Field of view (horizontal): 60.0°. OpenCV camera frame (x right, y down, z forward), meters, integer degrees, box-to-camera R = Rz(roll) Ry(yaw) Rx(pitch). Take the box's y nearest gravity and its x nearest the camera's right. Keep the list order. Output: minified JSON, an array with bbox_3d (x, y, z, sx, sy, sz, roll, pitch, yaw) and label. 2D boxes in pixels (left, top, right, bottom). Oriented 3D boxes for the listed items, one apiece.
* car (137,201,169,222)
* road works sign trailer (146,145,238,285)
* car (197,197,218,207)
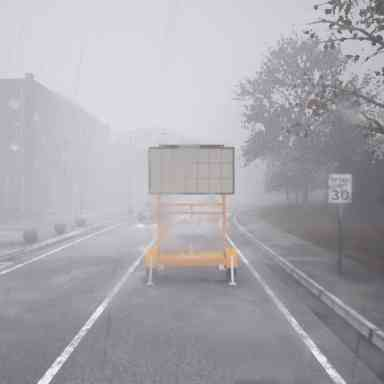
[{"bbox_3d":[-3.019,1.498,26.405,2.128,1.511,4.902,0,0,5],"label":"car"},{"bbox_3d":[-0.013,0.466,9.471,2.380,3.560,2.880,0,0,0],"label":"road works sign trailer"},{"bbox_3d":[2.410,1.457,50.943,1.812,1.442,4.674,-1,0,30],"label":"car"}]
